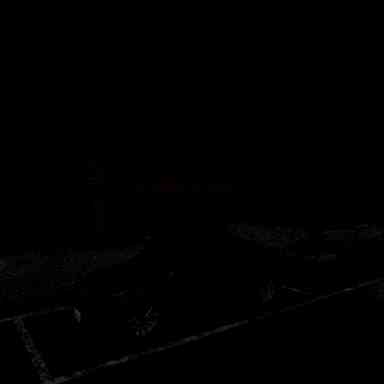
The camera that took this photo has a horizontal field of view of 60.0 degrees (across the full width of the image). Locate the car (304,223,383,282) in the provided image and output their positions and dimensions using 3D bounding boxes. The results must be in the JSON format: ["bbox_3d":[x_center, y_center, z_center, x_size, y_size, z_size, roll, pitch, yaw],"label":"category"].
[{"bbox_3d":[4.445,1.582,9.702,4.206,1.307,1.802,0,0,-35],"label":"car"}]

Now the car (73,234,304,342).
[{"bbox_3d":[-0.036,1.566,6.510,4.313,1.339,1.947,0,0,-35],"label":"car"}]
